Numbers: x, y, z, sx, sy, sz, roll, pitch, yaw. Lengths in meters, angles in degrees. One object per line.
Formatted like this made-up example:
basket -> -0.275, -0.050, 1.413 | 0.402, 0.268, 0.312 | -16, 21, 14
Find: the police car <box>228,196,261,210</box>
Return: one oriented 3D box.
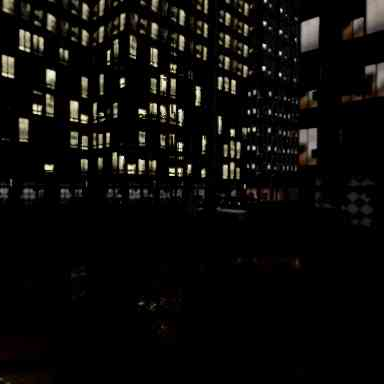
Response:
police car -> 6.383, 1.297, 40.580 | 2.038, 1.542, 4.974 | 1, 1, 44
